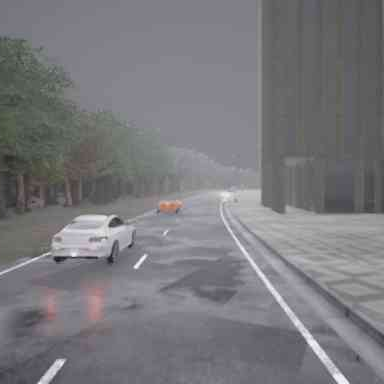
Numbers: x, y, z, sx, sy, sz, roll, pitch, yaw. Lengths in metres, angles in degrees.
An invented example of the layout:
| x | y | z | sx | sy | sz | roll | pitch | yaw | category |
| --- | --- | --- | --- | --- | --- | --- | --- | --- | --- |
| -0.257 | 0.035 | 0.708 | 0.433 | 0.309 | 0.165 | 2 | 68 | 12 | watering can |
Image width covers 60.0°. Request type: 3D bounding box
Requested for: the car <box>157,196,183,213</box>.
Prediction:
| x | y | z | sx | sy | sz | roll | pitch | yaw | category |
| --- | --- | --- | --- | --- | --- | --- | --- | --- | --- |
| -2.160 | 1.157 | 33.645 | 2.097 | 1.767 | 4.553 | 0 | 1 | 4 | car |

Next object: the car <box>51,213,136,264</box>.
| x | y | z | sx | sy | sz | roll | pitch | yaw | category |
| --- | --- | --- | --- | --- | --- | --- | --- | --- | --- |
| -3.215 | 1.467 | 11.532 | 1.812 | 1.442 | 4.674 | 0 | 0 | 1 | car |
